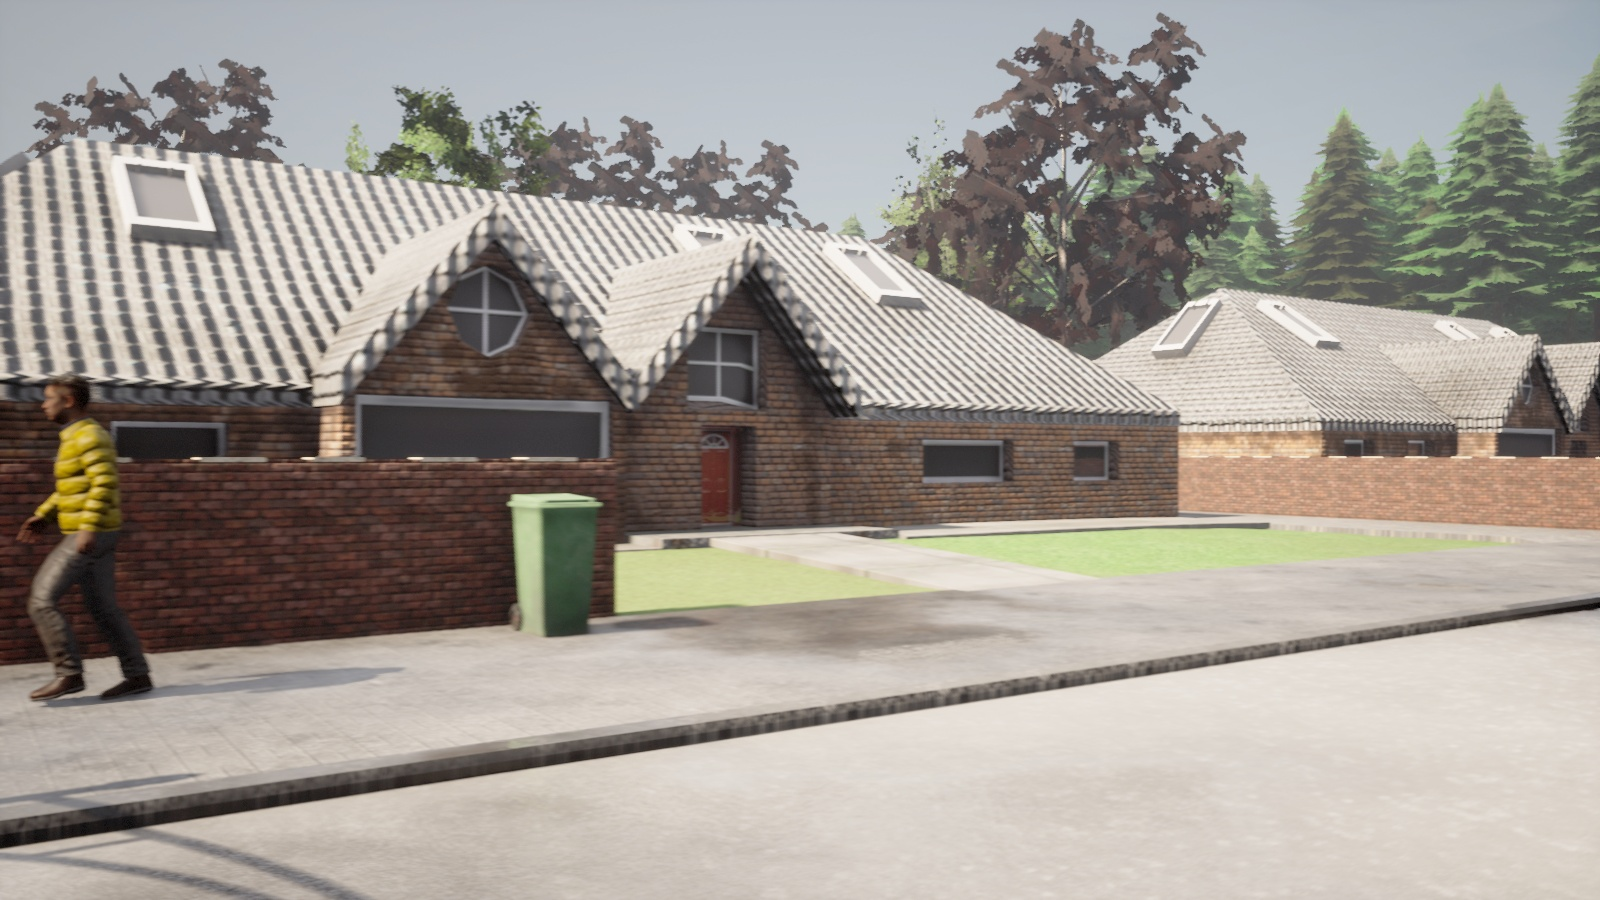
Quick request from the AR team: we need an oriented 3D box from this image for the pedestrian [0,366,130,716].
[{"bbox_3d":[-4.095,0.480,6.895,0.709,1.840,0.431,0,0,-25],"label":"pedestrian"}]
